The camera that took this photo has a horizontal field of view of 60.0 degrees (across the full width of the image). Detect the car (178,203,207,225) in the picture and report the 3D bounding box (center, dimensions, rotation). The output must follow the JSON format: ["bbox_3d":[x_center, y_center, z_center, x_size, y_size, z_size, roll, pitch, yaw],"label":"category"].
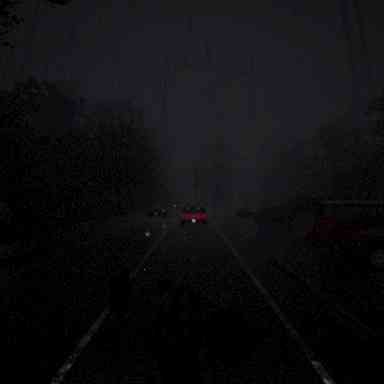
[{"bbox_3d":[0.127,1.734,25.360,1.895,1.301,4.718,0,-1,0],"label":"car"}]

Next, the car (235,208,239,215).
[{"bbox_3d":[6.934,1.687,32.765,5.366,1.575,1.946,0,-1,0],"label":"car"}]

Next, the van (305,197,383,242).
[{"bbox_3d":[7.205,1.303,13.349,4.442,1.987,1.878,0,0,0],"label":"van"}]

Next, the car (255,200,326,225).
[{"bbox_3d":[7.138,1.470,24.449,4.553,1.767,2.185,0,0,0],"label":"car"}]

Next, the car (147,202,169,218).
[{"bbox_3d":[-3.313,1.759,32.785,1.812,1.442,4.674,0,-1,0],"label":"car"}]

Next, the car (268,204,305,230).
[{"bbox_3d":[7.127,1.590,18.899,4.792,1.488,2.163,0,0,0],"label":"car"}]

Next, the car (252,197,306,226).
[{"bbox_3d":[7.073,1.326,21.678,5.566,2.045,2.435,0,0,0],"label":"car"}]

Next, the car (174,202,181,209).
[{"bbox_3d":[-3.171,3.046,75.354,1.837,1.490,4.892,0,-2,0],"label":"car"}]

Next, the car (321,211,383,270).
[{"bbox_3d":[7.090,1.513,10.572,5.008,1.535,2.097,0,0,0],"label":"car"}]

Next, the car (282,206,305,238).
[{"bbox_3d":[7.096,1.585,16.124,4.674,1.452,2.002,0,0,0],"label":"car"}]

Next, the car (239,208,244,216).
[{"bbox_3d":[7.121,1.652,29.996,4.892,1.521,2.231,0,-1,0],"label":"car"}]

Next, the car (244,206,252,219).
[{"bbox_3d":[7.117,1.619,27.224,5.008,1.535,2.097,0,0,0],"label":"car"}]

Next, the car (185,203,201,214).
[{"bbox_3d":[0.143,2.021,41.936,1.895,1.301,4.718,0,-1,0],"label":"car"}]
